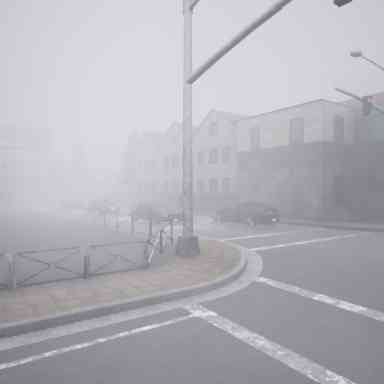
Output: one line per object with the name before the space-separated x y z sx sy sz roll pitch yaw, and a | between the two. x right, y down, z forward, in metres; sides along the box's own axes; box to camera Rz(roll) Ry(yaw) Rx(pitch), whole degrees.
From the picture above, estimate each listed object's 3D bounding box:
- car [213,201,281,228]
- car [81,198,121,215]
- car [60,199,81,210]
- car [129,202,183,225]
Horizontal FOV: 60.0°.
car | 3.282 1.328 20.902 1.837 1.490 4.892 -1 0 -35
car | -8.283 1.315 31.006 2.128 1.511 4.902 0 0 -35
car | -14.103 1.425 39.278 1.895 1.301 4.718 0 0 -35
car | -2.538 1.371 22.887 2.033 1.411 5.357 0 0 -35
